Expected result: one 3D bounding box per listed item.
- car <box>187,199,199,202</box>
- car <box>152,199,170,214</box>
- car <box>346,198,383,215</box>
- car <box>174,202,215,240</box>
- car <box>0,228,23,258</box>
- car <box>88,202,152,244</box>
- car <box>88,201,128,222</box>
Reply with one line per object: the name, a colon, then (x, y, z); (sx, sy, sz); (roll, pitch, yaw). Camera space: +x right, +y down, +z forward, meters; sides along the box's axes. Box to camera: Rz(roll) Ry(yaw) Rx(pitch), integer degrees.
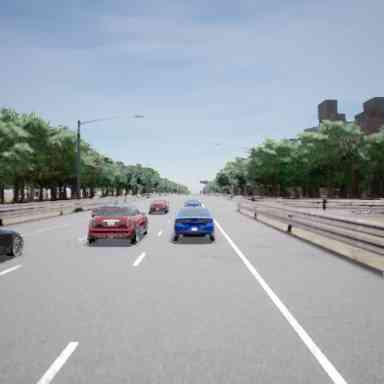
car: (0.104, 1.506, 35.296); (1.812, 1.442, 4.674); (0, 0, 0)
car: (-3.397, 1.506, 35.295); (1.812, 1.442, 4.674); (0, 0, 0)
car: (16.782, 1.325, 31.148); (1.812, 1.442, 4.674); (0, -1, -29)
car: (0.104, 1.485, 17.037); (1.882, 1.535, 5.008); (0, 0, 0)
car: (-6.899, 1.530, 9.883); (1.812, 1.442, 4.674); (0, 0, 0)
car: (-3.397, 1.359, 16.103); (2.097, 1.767, 4.553); (0, 0, 0)
car: (-6.897, 1.550, 27.916); (2.033, 1.411, 5.357); (0, 0, 0)
